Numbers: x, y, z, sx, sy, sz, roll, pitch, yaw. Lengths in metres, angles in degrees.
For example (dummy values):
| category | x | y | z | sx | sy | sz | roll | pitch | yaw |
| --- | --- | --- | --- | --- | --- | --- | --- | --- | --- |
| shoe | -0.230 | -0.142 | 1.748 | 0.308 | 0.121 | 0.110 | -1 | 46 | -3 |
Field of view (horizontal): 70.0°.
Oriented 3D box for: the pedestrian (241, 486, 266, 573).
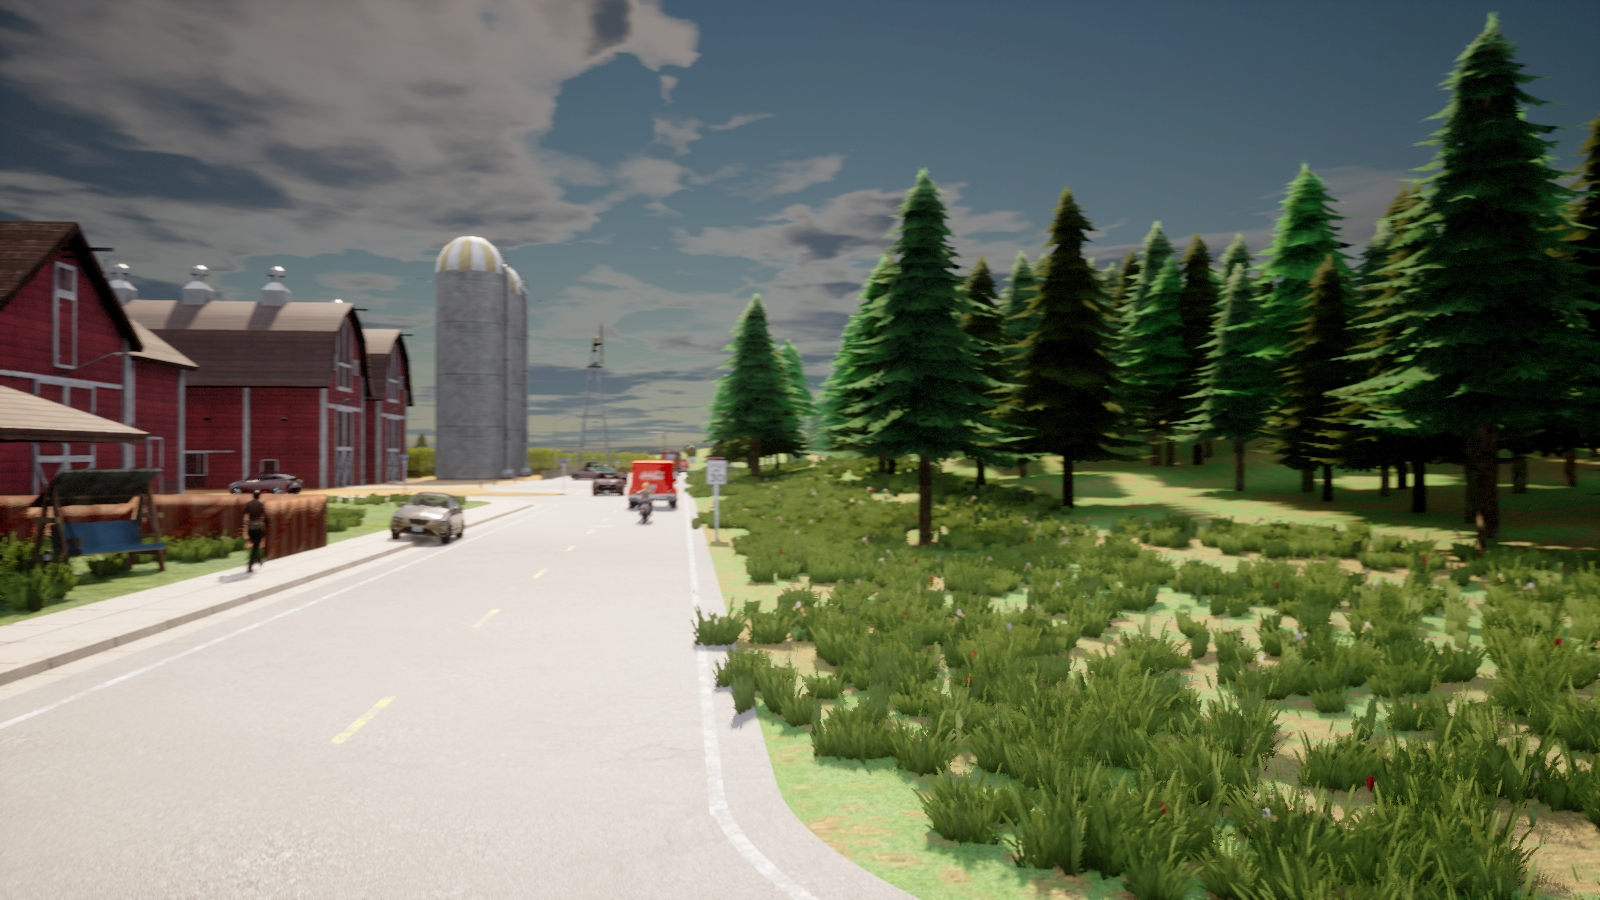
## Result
| category | x | y | z | sx | sy | sz | roll | pitch | yaw |
| --- | --- | --- | --- | --- | --- | --- | --- | --- | --- |
| pedestrian | -11.746 | 1.700 | 24.549 | 0.375 | 1.860 | 0.375 | 0 | 0 | -4 |

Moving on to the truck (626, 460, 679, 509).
| category | x | y | z | sx | sy | sz | roll | pitch | yaw |
| --- | --- | --- | --- | --- | --- | --- | --- | --- | --- |
| truck | -7.780 | 1.784 | 60.770 | 2.627 | 2.467 | 5.204 | 0 | 0 | -6 |
